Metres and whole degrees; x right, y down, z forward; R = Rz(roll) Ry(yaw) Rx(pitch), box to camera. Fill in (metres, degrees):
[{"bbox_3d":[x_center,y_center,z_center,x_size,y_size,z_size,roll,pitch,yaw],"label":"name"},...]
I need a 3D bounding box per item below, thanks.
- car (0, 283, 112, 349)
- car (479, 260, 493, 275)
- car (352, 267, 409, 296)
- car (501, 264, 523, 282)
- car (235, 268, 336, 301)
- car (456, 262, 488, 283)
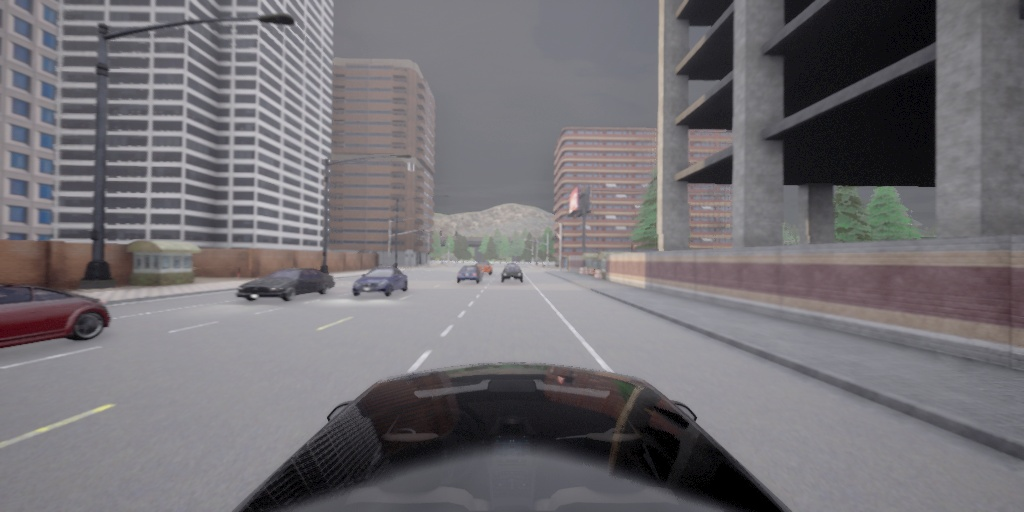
[{"bbox_3d":[-10.603,1.224,6.822,1.994,1.385,4.181,1,0,0],"label":"car"},{"bbox_3d":[-3.525,1.432,45.649,2.097,1.767,4.553,1,-1,0],"label":"car"},{"bbox_3d":[-7.045,1.356,19.722,1.812,1.442,4.674,1,-1,0],"label":"car"},{"bbox_3d":[0.013,1.612,32.265,1.895,1.301,4.718,1,0,0],"label":"car"},{"bbox_3d":[-10.629,1.297,17.460,2.033,1.411,5.357,1,0,0],"label":"car"},{"bbox_3d":[-3.478,1.497,30.176,2.033,1.411,5.357,1,0,0],"label":"car"}]
